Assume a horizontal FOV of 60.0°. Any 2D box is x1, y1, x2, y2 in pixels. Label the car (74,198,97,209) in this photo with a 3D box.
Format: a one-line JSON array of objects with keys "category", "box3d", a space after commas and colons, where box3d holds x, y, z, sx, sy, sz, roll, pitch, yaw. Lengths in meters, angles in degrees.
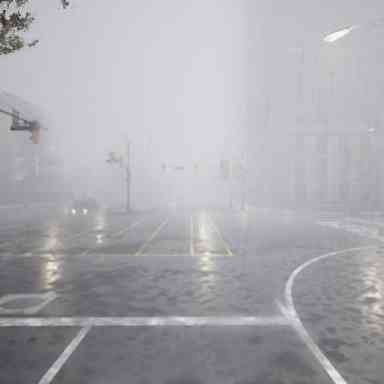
[{"category": "car", "box3d": [-14.995, 1.527, 47.025, 1.882, 1.535, 5.008, 0, 0, 2]}]
